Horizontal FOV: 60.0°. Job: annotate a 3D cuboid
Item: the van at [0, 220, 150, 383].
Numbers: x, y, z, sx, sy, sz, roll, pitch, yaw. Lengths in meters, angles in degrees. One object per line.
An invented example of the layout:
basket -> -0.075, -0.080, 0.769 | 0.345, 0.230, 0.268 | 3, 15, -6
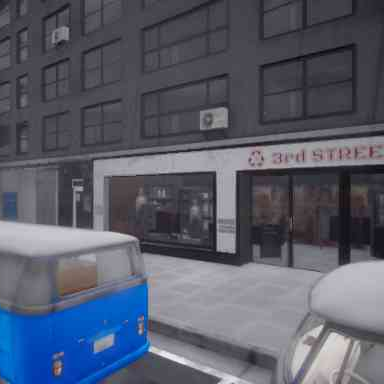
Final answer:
van -> -2.419, 1.338, 4.535 | 3.998, 1.788, 1.690 | 0, 0, 36

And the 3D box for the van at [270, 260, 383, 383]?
van -> 2.207, 1.338, 1.235 | 3.998, 1.788, 1.690 | 0, 0, 36
